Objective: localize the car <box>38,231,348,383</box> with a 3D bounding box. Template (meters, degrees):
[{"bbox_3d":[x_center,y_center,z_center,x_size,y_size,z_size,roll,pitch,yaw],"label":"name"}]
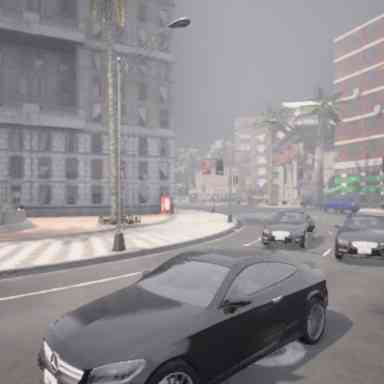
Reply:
[{"bbox_3d":[0.331,1.582,4.810,4.674,1.442,1.812,0,-1,-43],"label":"car"}]

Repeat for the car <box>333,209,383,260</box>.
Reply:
[{"bbox_3d":[6.583,1.606,12.603,2.128,1.511,4.902,-1,-1,29],"label":"car"}]

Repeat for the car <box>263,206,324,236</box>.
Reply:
[{"bbox_3d":[4.714,1.652,15.775,2.128,1.511,4.902,-1,-1,27],"label":"car"}]

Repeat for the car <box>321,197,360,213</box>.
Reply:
[{"bbox_3d":[17.941,1.594,40.526,2.150,2.045,5.566,0,-1,-9],"label":"car"}]
